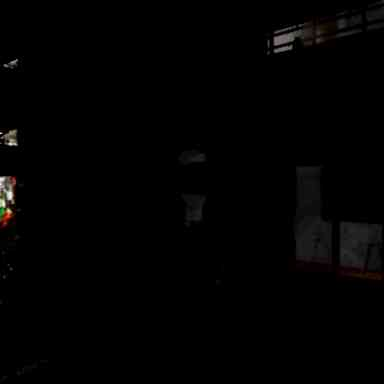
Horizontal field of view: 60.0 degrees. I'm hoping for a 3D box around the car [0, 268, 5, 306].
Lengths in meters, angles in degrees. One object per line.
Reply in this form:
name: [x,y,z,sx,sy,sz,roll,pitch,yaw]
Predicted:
car: [-5.316,1.588,6.458,4.403,1.369,2.008,0,1,35]
